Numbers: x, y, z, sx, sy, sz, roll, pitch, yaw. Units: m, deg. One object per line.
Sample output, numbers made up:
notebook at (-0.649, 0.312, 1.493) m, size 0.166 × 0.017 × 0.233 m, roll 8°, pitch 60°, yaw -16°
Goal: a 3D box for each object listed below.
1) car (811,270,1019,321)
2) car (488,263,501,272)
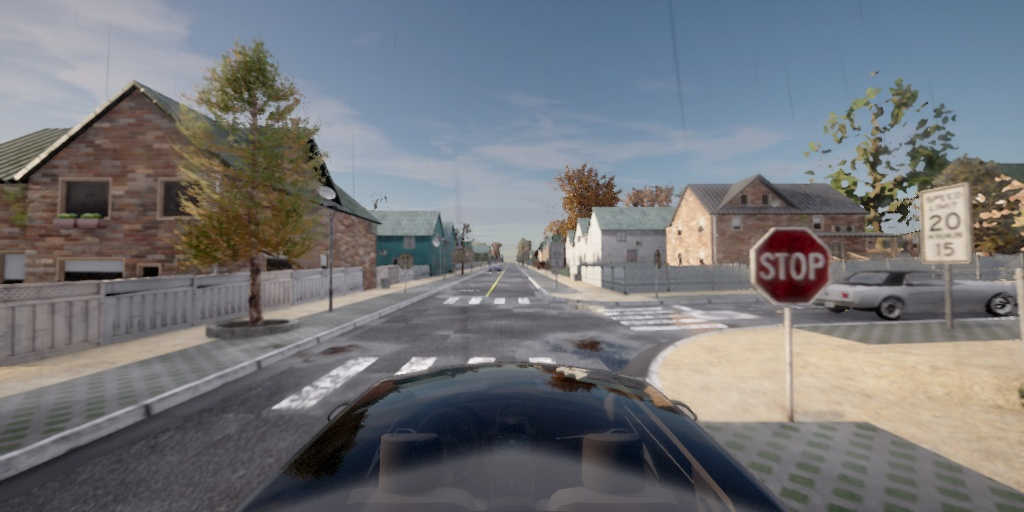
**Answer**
car at (11.431, 1.051, 10.393) m, size 4.718 × 1.301 × 1.895 m, roll -2°, pitch -2°, yaw 1°
car at (-2.812, 1.965, 59.766) m, size 1.812 × 1.442 × 4.674 m, roll 0°, pitch -1°, yaw 0°
